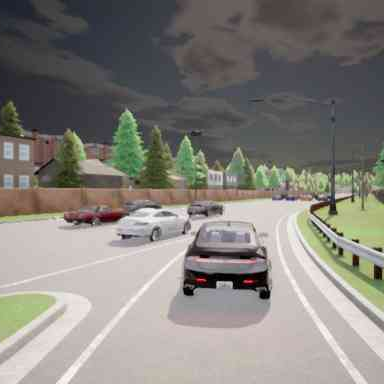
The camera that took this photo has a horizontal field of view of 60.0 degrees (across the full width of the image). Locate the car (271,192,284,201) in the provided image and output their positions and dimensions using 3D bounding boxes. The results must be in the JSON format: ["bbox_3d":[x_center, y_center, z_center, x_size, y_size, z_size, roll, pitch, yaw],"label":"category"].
[{"bbox_3d":[20.980,1.459,81.845,1.812,1.442,4.674,0,0,28],"label":"car"}]

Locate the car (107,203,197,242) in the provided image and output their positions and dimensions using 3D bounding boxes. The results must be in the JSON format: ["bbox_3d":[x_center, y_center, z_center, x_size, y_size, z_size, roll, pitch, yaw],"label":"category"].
[{"bbox_3d":[-1.777,1.513,16.414,1.812,1.442,4.674,0,0,28],"label":"car"}]

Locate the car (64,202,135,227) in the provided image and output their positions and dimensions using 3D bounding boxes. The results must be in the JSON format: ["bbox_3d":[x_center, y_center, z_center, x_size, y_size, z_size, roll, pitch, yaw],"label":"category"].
[{"bbox_3d":[-6.299,1.583,22.819,1.895,1.301,4.718,0,0,28],"label":"car"}]

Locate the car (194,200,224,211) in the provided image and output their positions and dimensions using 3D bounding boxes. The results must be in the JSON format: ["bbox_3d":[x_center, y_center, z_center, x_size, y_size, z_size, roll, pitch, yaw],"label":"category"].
[{"bbox_3d":[1.323,1.468,29.706,2.128,1.511,4.902,0,0,28],"label":"car"}]

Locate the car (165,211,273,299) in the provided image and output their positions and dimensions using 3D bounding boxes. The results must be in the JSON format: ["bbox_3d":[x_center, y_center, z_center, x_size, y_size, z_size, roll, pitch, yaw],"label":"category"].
[{"bbox_3d":[0.924,1.485,8.476,2.128,1.511,4.902,0,0,8],"label":"car"}]

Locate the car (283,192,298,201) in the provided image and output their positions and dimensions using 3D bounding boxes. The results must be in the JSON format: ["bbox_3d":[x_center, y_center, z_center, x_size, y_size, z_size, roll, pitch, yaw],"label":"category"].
[{"bbox_3d":[23.875,1.414,79.835,1.882,1.535,5.008,0,0,28],"label":"car"}]

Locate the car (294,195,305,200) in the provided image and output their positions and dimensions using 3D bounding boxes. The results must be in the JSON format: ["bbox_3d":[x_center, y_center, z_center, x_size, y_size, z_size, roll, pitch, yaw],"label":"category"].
[{"bbox_3d":[28.777,1.396,89.063,1.895,1.301,4.718,0,0,28],"label":"car"}]

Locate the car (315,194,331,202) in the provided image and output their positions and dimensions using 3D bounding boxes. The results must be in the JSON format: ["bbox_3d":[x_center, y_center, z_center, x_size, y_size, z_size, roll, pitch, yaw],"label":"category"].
[{"bbox_3d":[30.266,1.533,76.945,1.895,1.301,4.718,0,0,28],"label":"car"}]

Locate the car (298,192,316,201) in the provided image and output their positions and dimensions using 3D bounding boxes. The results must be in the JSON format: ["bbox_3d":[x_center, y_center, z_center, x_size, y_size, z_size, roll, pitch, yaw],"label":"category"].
[{"bbox_3d":[27.147,1.292,78.534,2.097,1.767,4.553,0,0,28],"label":"car"}]

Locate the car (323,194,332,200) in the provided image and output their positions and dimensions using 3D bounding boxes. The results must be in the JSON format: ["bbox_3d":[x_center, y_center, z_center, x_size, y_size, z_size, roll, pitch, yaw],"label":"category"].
[{"bbox_3d":[34.945,1.303,85.752,1.837,1.490,4.892,0,0,28],"label":"car"}]

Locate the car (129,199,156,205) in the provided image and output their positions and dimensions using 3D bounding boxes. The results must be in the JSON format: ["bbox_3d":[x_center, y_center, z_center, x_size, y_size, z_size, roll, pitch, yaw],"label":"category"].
[{"bbox_3d":[-4.861,1.465,32.987,2.128,1.511,4.902,0,0,28],"label":"car"}]
